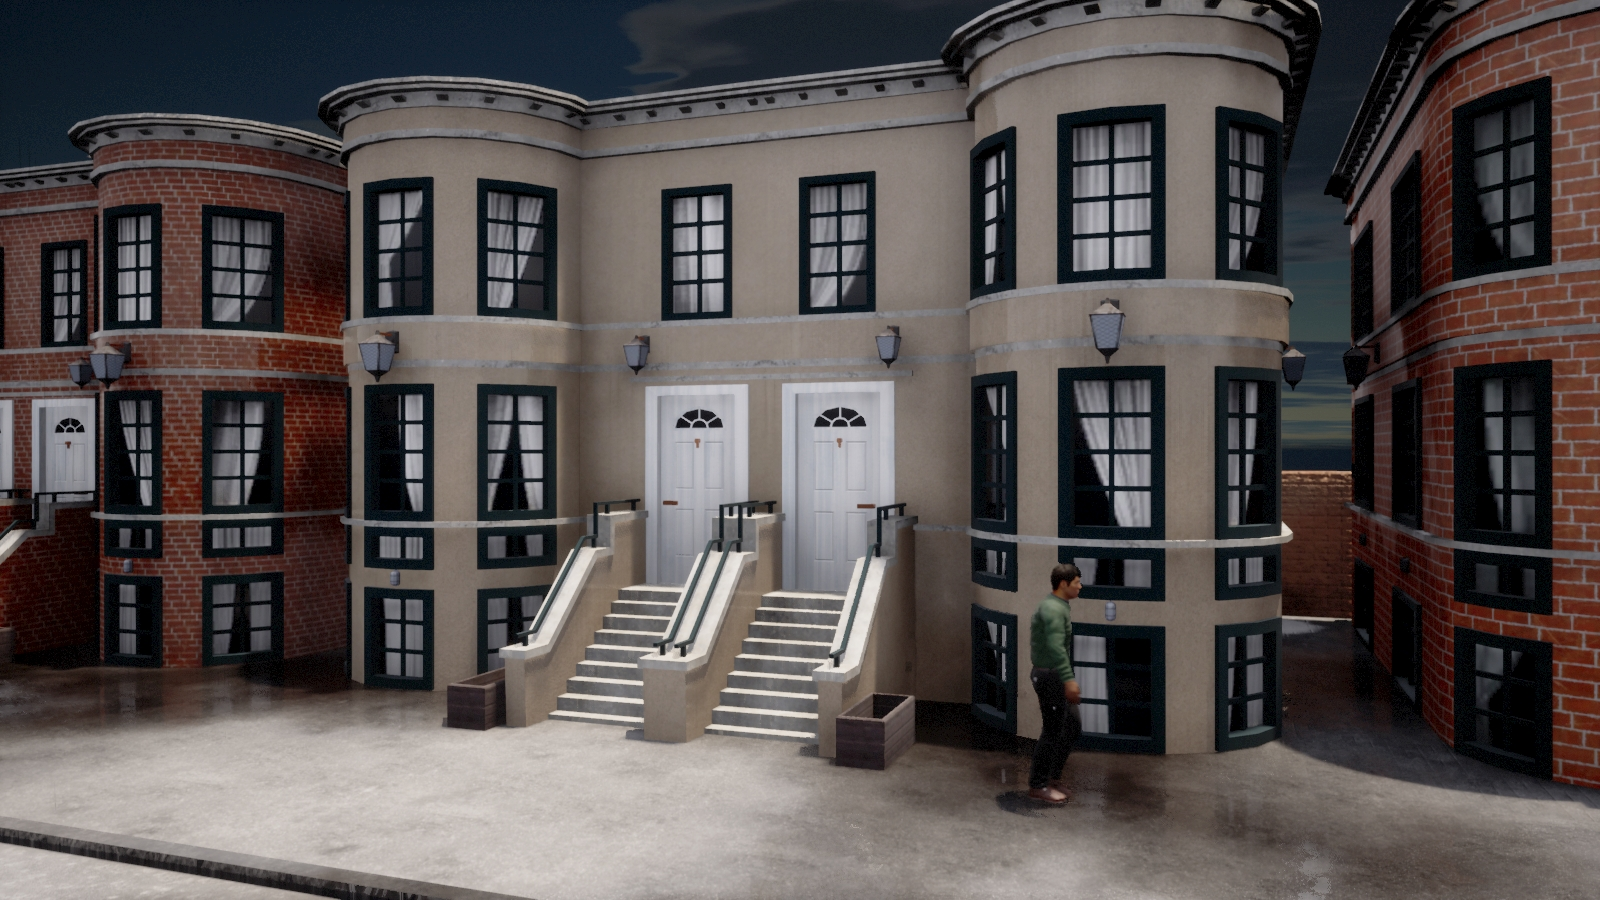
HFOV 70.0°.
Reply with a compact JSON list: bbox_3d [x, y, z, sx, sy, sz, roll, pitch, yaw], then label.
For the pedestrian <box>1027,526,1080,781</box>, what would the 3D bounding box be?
[{"bbox_3d":[1.925,1.525,8.691,0.375,1.860,0.375,0,0,9],"label":"pedestrian"}]
